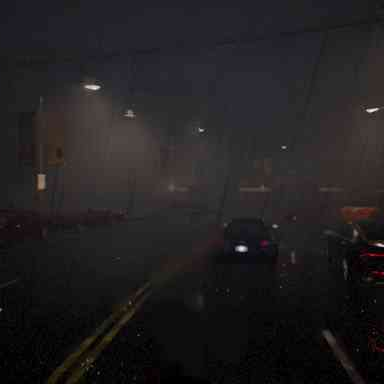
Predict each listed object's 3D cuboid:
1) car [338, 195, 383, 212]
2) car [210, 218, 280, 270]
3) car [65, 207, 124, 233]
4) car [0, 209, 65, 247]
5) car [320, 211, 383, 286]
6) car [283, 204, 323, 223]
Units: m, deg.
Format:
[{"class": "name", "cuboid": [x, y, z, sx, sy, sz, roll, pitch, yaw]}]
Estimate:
[{"class": "car", "cuboid": [12.950, 1.385, 25.438, 2.097, 1.767, 4.553, 0, 0, 38]}, {"class": "car", "cuboid": [1.920, 1.565, 11.283, 1.994, 1.385, 4.181, 0, 0, 15]}, {"class": "car", "cuboid": [-6.228, 1.560, 19.887, 1.895, 1.301, 4.718, 0, 0, 25]}, {"class": "car", "cuboid": [-7.941, 1.482, 14.419, 2.002, 1.452, 4.674, 0, 0, 15]}, {"class": "car", "cuboid": [4.942, 1.518, 9.236, 1.837, 1.490, 4.892, 0, 0, 14]}, {"class": "car", "cuboid": [8.702, 1.618, 25.729, 1.895, 1.301, 4.718, 0, 0, 35]}]
